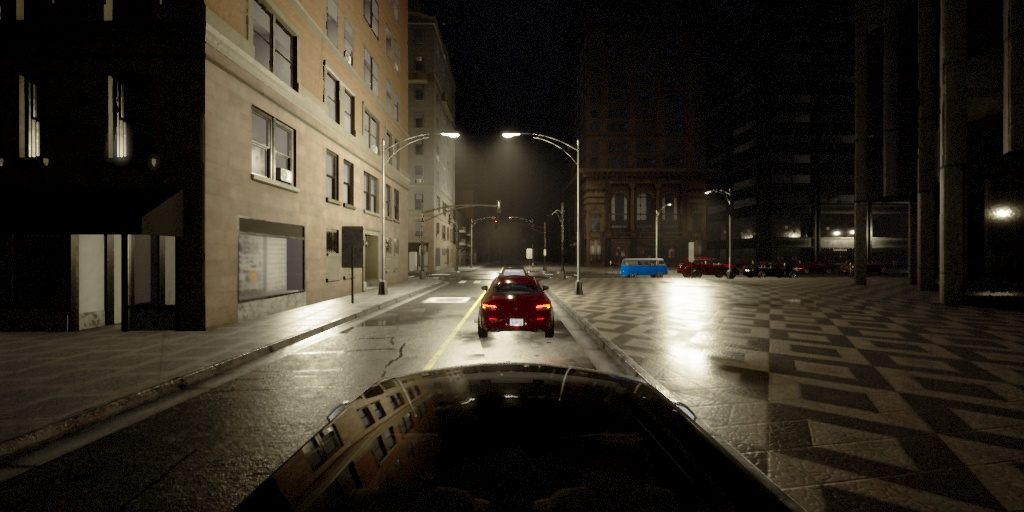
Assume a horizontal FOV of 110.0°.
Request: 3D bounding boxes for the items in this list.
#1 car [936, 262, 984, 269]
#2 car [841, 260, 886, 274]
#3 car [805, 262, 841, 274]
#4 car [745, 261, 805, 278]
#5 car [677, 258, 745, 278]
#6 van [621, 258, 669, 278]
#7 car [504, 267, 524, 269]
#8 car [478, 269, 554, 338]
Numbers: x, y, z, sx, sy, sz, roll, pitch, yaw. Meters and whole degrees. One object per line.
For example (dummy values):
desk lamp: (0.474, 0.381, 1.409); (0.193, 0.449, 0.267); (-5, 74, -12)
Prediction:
car: (39.935, 1.190, 32.296); (4.097, 1.591, 1.967); (0, 0, -1)
car: (39.832, 1.184, 40.822); (4.097, 1.591, 1.967); (0, 0, -1)
car: (34.193, 1.330, 40.737); (4.207, 1.307, 1.802); (0, 0, -1)
car: (23.018, 1.325, 32.044); (4.313, 1.339, 1.948); (0, 0, -1)
car: (17.378, 1.077, 31.960); (5.009, 1.841, 2.192); (0, 0, -1)
van: (11.737, 1.104, 31.876); (3.998, 1.789, 1.690); (0, 0, -1)
car: (0.107, 1.302, 19.932); (1.994, 1.385, 4.181); (0, 0, 0)
car: (0.094, 1.271, 10.060); (1.812, 1.442, 4.674); (0, 0, 0)
